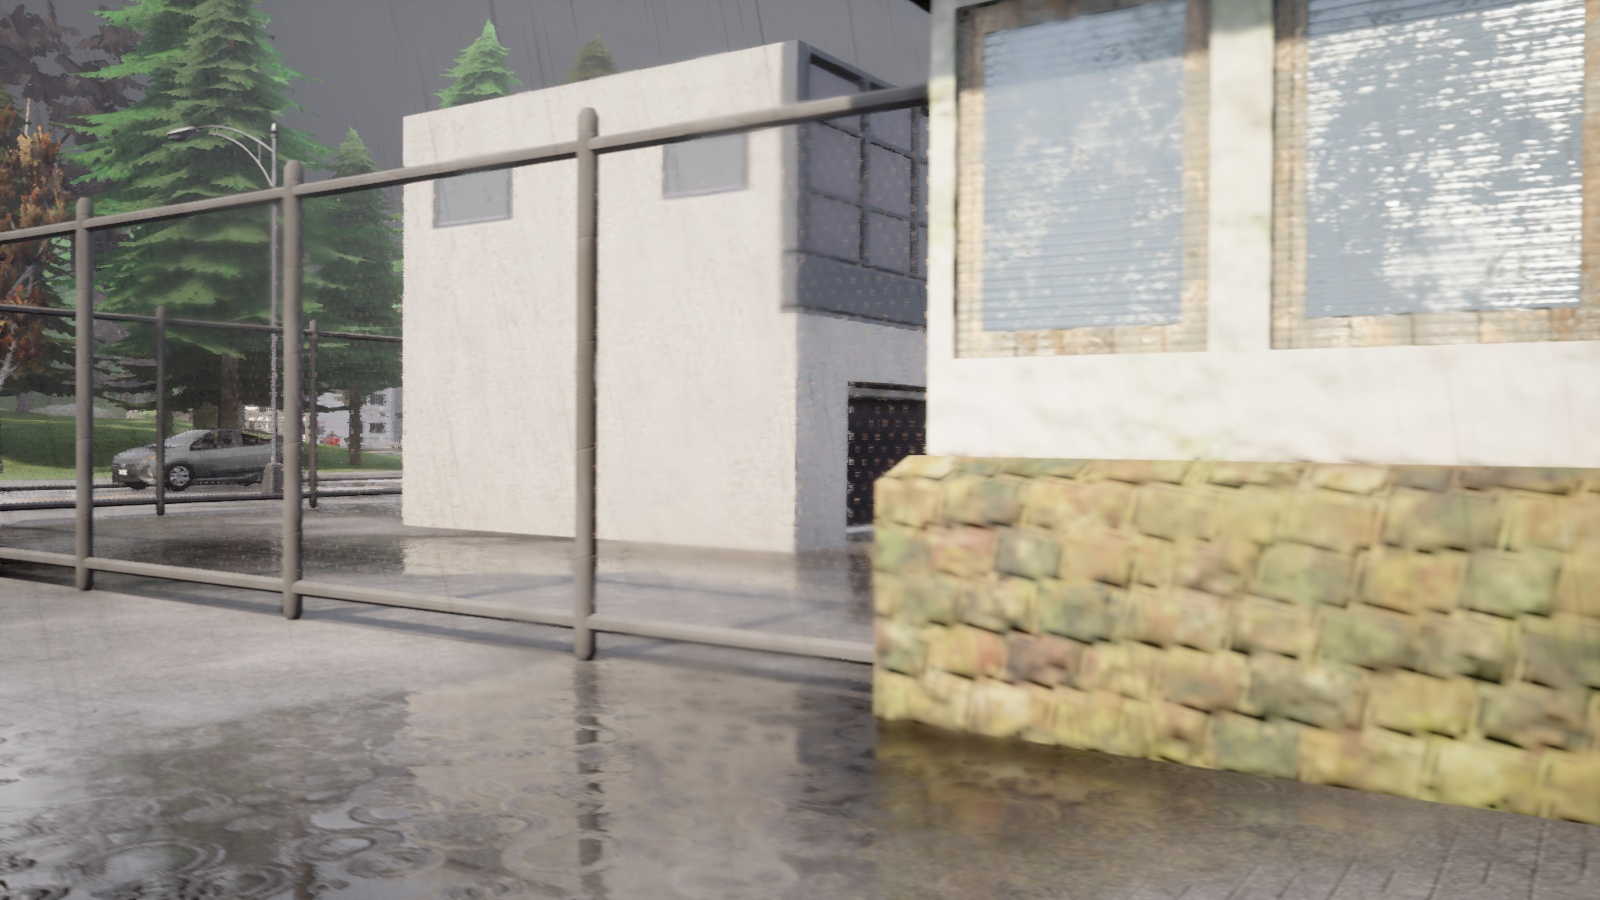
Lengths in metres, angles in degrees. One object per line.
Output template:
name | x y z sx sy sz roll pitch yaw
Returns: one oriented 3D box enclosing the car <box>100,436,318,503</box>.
car | -14.599 0.428 31.253 2.007 1.525 4.514 0 1 32
